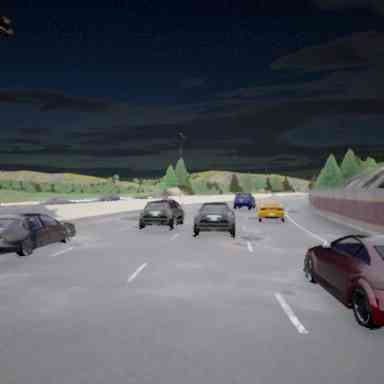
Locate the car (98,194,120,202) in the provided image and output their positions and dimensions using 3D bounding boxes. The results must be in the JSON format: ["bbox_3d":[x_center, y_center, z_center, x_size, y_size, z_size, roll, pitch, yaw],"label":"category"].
[{"bbox_3d":[-15.658,1.208,62.855,2.097,1.767,4.553,0,0,22],"label":"car"}]

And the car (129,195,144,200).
[{"bbox_3d":[-10.641,1.357,66.052,2.128,1.511,4.902,0,0,22],"label":"car"}]

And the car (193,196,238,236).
[{"bbox_3d":[1.329,1.316,18.238,2.097,1.767,4.553,0,0,7],"label":"car"}]

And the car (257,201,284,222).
[{"bbox_3d":[6.226,1.432,26.431,1.882,1.535,5.008,0,0,11],"label":"car"}]

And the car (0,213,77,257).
[{"bbox_3d":[-6.371,1.511,12.744,2.033,1.411,5.357,0,0,5],"label":"car"}]

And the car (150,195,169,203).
[{"bbox_3d":[-6.492,1.389,67.014,1.812,1.442,4.674,0,0,22],"label":"car"}]

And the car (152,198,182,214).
[{"bbox_3d":[-2.513,1.449,35.293,1.812,1.442,4.674,0,0,14],"label":"car"}]

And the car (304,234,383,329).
[{"bbox_3d":[3.798,1.555,6.879,1.994,1.385,4.181,0,0,3],"label":"car"}]

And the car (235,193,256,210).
[{"bbox_3d":[6.665,1.144,41.977,2.150,2.045,5.566,0,0,18],"label":"car"}]

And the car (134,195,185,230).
[{"bbox_3d":[-1.787,1.305,21.125,2.097,1.767,4.553,0,0,8],"label":"car"}]

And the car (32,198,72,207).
[{"bbox_3d":[-13.934,1.402,33.357,2.128,1.511,4.902,0,0,13],"label":"car"}]
